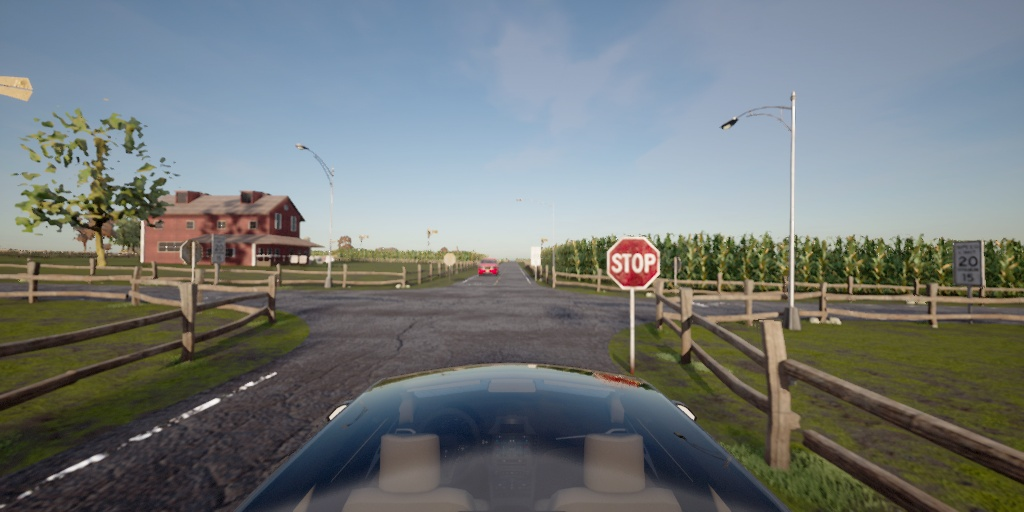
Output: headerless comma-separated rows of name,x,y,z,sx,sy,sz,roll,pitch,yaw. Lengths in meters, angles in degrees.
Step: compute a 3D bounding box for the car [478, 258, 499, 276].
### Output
car,-2.631,1.255,41.242,2.150,2.045,5.566,0,0,0
